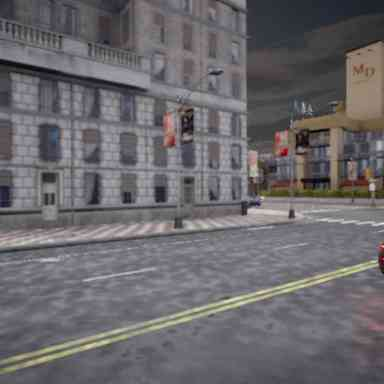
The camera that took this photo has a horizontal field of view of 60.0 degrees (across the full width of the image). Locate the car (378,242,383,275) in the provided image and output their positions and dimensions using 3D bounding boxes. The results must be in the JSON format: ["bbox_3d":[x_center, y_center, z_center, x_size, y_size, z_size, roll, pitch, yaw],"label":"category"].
[{"bbox_3d":[6.577,1.444,8.575,4.674,1.442,1.812,-1,0,-36],"label":"car"}]

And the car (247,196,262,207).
[{"bbox_3d":[7.019,1.232,44.193,1.882,1.535,5.008,-1,0,-36],"label":"car"}]
